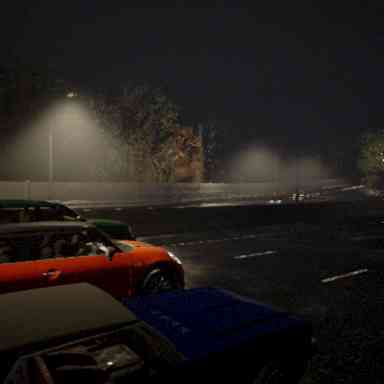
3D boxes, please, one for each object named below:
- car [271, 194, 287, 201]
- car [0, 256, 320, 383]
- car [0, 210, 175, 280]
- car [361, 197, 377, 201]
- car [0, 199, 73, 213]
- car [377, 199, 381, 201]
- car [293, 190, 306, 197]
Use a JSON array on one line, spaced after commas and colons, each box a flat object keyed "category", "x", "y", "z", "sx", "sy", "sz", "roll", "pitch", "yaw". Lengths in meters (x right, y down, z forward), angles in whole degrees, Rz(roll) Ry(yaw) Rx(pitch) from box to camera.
[{"category": "car", "x": 17.008, "y": 0.960, "z": 65.007, "sx": 1.895, "sy": 1.301, "sz": 4.718, "roll": 0, "pitch": 1, "yaw": 31}, {"category": "car", "x": -0.918, "y": 1.601, "z": 3.096, "sx": 4.718, "sy": 1.301, "sz": 1.895, "roll": 0, "pitch": 0, "yaw": -35}, {"category": "car", "x": -2.340, "y": 1.352, "z": 6.376, "sx": 4.553, "sy": 1.767, "sz": 2.097, "roll": 0, "pitch": 0, "yaw": -35}, {"category": "car", "x": 29.572, "y": 1.567, "z": 55.080, "sx": 4.181, "sy": 1.385, "sz": 1.994, "roll": 0, "pitch": 0, "yaw": -35}, {"category": "car", "x": -4.314, "y": 1.222, "z": 9.269, "sx": 5.566, "sy": 2.045, "sz": 2.150, "roll": 0, "pitch": 0, "yaw": -35}, {"category": "car", "x": 31.719, "y": 1.605, "z": 52.315, "sx": 4.718, "sy": 1.301, "sz": 1.895, "roll": 0, "pitch": 0, "yaw": -35}, {"category": "car", "x": 25.390, "y": 0.351, "z": 78.378, "sx": 2.097, "sy": 1.767, "sz": 4.553, "roll": 0, "pitch": 2, "yaw": 33}]
